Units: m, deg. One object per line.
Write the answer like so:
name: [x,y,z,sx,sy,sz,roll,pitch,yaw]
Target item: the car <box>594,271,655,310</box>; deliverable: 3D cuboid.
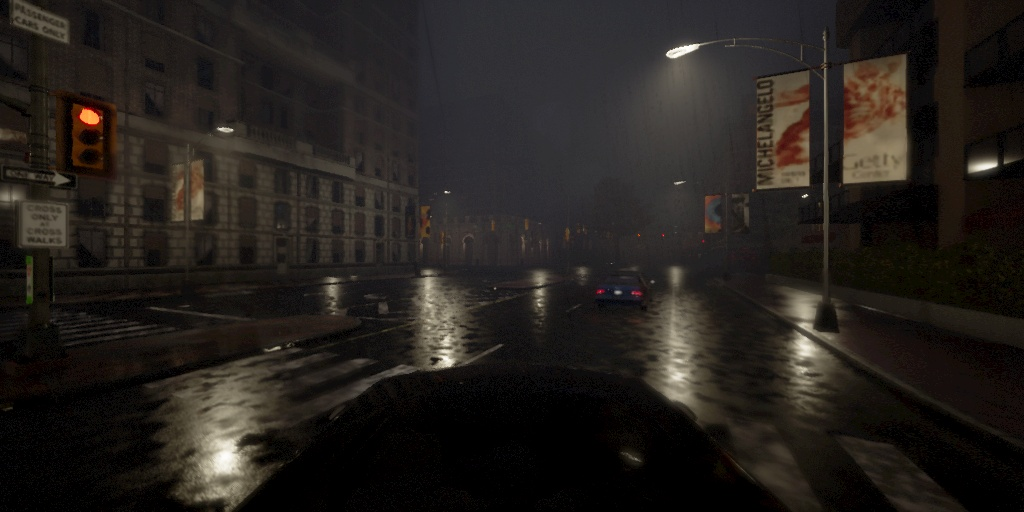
car: [4.715,1.310,14.702,2.033,1.411,5.357,0,0,24]
